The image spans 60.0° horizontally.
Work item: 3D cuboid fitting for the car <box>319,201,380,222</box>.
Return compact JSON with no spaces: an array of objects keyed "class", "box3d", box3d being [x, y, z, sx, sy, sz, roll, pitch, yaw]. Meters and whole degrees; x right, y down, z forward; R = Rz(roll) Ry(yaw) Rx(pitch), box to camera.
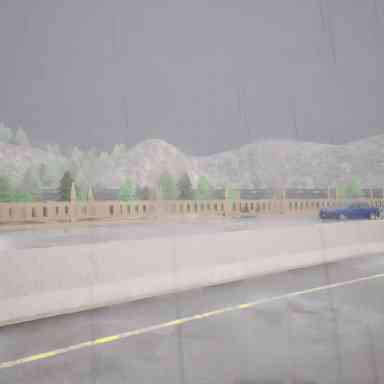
[{"class":"car","box3d":[12.154,1.477,25.736,5.008,1.535,1.882,0,0,-21]}]
